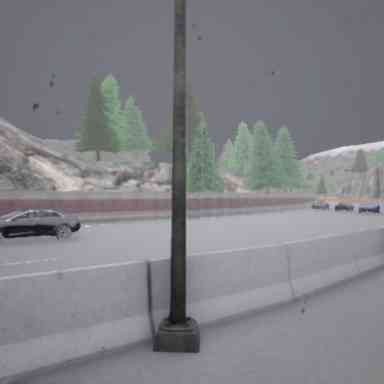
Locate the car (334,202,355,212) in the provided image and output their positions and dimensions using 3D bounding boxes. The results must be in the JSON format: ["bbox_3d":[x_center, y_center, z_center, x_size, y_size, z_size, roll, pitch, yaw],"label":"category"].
[{"bbox_3d":[20.743,2.007,45.205,1.895,1.301,4.718,0,0,35],"label":"car"}]

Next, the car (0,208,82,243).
[{"bbox_3d":[-7.785,1.538,15.798,4.902,1.511,2.128,1,0,-38],"label":"car"}]

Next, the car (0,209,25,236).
[{"bbox_3d":[-11.487,1.633,17.375,4.718,1.301,1.895,1,0,-36],"label":"car"}]

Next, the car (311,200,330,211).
[{"bbox_3d":[18.914,1.923,48.725,1.837,1.490,4.892,0,-1,35],"label":"car"}]

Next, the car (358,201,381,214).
[{"bbox_3d":[21.735,1.863,40.656,1.882,1.535,5.008,0,0,37],"label":"car"}]
